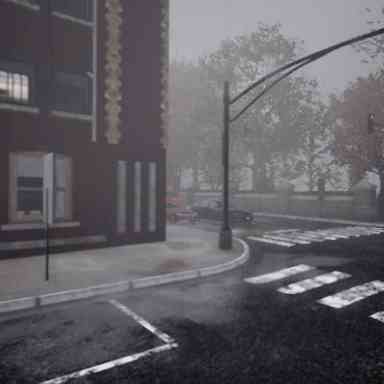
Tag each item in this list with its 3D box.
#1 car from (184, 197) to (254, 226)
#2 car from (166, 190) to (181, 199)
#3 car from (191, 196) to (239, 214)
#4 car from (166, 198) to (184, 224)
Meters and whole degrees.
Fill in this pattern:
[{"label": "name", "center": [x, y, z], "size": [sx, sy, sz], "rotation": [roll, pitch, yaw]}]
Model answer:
[{"label": "car", "center": [1.887, 1.246, 21.847], "size": [1.882, 1.535, 5.008], "rotation": [1, 1, -36]}, {"label": "car", "center": [-3.297, 0.777, 34.419], "size": [2.150, 2.045, 5.566], "rotation": [1, 1, -36]}, {"label": "car", "center": [2.085, 1.199, 31.435], "size": [1.752, 1.417, 4.829], "rotation": [2, 0, -36]}, {"label": "car", "center": [-1.337, 1.297, 21.894], "size": [1.802, 1.307, 4.206], "rotation": [2, 0, -36]}]
